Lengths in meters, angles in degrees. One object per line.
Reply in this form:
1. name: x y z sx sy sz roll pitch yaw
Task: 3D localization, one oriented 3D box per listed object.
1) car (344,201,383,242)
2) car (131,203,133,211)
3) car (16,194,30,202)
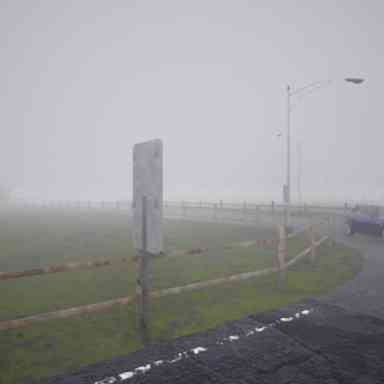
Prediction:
1. car: 9.245 1.367 15.797 2.097 1.767 4.553 -1 0 -4
2. car: -5.206 1.634 38.111 2.128 1.511 4.902 0 0 -40
3. car: -41.813 1.513 82.278 2.150 2.045 5.566 0 0 -40
